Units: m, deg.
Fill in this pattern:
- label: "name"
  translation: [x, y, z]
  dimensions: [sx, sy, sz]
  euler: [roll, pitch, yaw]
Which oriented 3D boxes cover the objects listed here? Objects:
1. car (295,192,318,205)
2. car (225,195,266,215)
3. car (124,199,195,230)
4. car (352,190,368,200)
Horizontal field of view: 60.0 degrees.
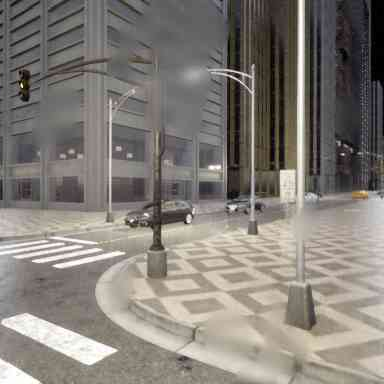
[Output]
- label: "car"
  translation: [14.373, 0.790, 41.598]
  dimensions: [1.812, 1.442, 4.674]
  euler: [0, 1, 36]
- label: "car"
  translation: [4.562, 1.025, 27.916]
  dimensions: [2.128, 1.511, 4.902]
  euler: [0, 1, 35]
- label: "car"
  translation: [-1.716, 1.220, 19.116]
  dimensions: [1.837, 1.490, 4.892]
  euler: [0, 1, 35]
- label: "car"
  translation: [27.859, 0.468, 55.072]
  dimensions: [1.882, 1.535, 5.008]
  euler: [0, 1, 36]
